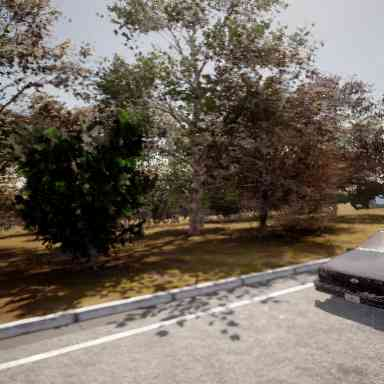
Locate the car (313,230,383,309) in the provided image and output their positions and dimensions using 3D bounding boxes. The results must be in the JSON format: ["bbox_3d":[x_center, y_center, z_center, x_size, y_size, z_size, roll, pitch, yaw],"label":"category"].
[{"bbox_3d":[5.095,1.553,7.625,5.357,1.411,2.033,0,0,-35],"label":"car"}]
